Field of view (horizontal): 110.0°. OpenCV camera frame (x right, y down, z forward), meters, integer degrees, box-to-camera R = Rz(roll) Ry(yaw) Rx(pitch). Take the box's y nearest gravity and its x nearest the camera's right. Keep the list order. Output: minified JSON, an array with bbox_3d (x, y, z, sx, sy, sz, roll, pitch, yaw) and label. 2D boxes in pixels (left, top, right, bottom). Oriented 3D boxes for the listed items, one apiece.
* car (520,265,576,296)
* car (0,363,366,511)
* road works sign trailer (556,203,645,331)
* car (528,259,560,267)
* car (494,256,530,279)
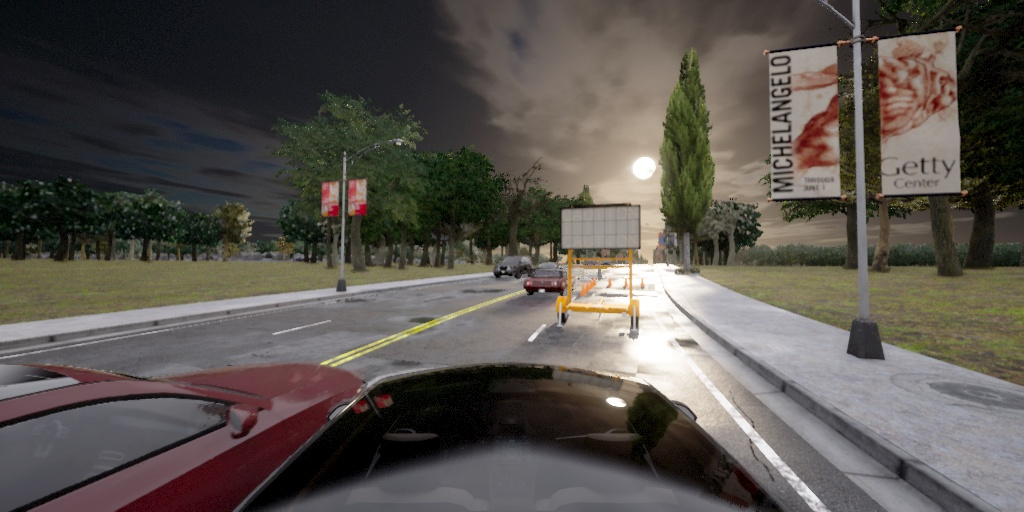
[{"bbox_3d":[2.159,1.346,19.063,1.895,1.301,4.718,0,0,19],"label":"car"},{"bbox_3d":[-2.556,1.274,1.727,1.812,1.442,4.674,0,0,11],"label":"car"},{"bbox_3d":[2.735,0.206,11.137,2.380,3.560,2.880,0,0,18],"label":"road works sign trailer"},{"bbox_3d":[3.259,1.271,31.743,1.837,1.490,4.892,0,0,22],"label":"car"},{"bbox_3d":[0.259,1.005,33.000,2.150,2.045,5.566,0,0,22],"label":"car"}]
